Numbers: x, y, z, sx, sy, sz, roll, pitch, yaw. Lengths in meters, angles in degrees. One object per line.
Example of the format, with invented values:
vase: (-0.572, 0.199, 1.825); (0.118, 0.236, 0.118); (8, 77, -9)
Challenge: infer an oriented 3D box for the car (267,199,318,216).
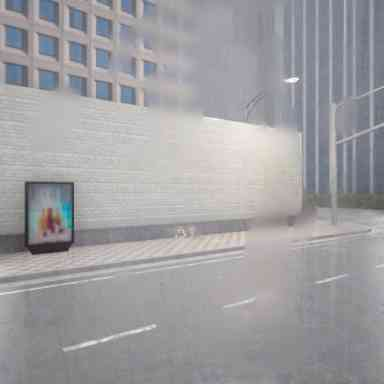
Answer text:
car: (10.417, 1.547, 34.837); (2.128, 1.511, 4.902); (0, 0, -36)

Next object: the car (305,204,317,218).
car: (9.037, 1.533, 30.751); (1.882, 1.535, 5.008); (0, 0, -36)
